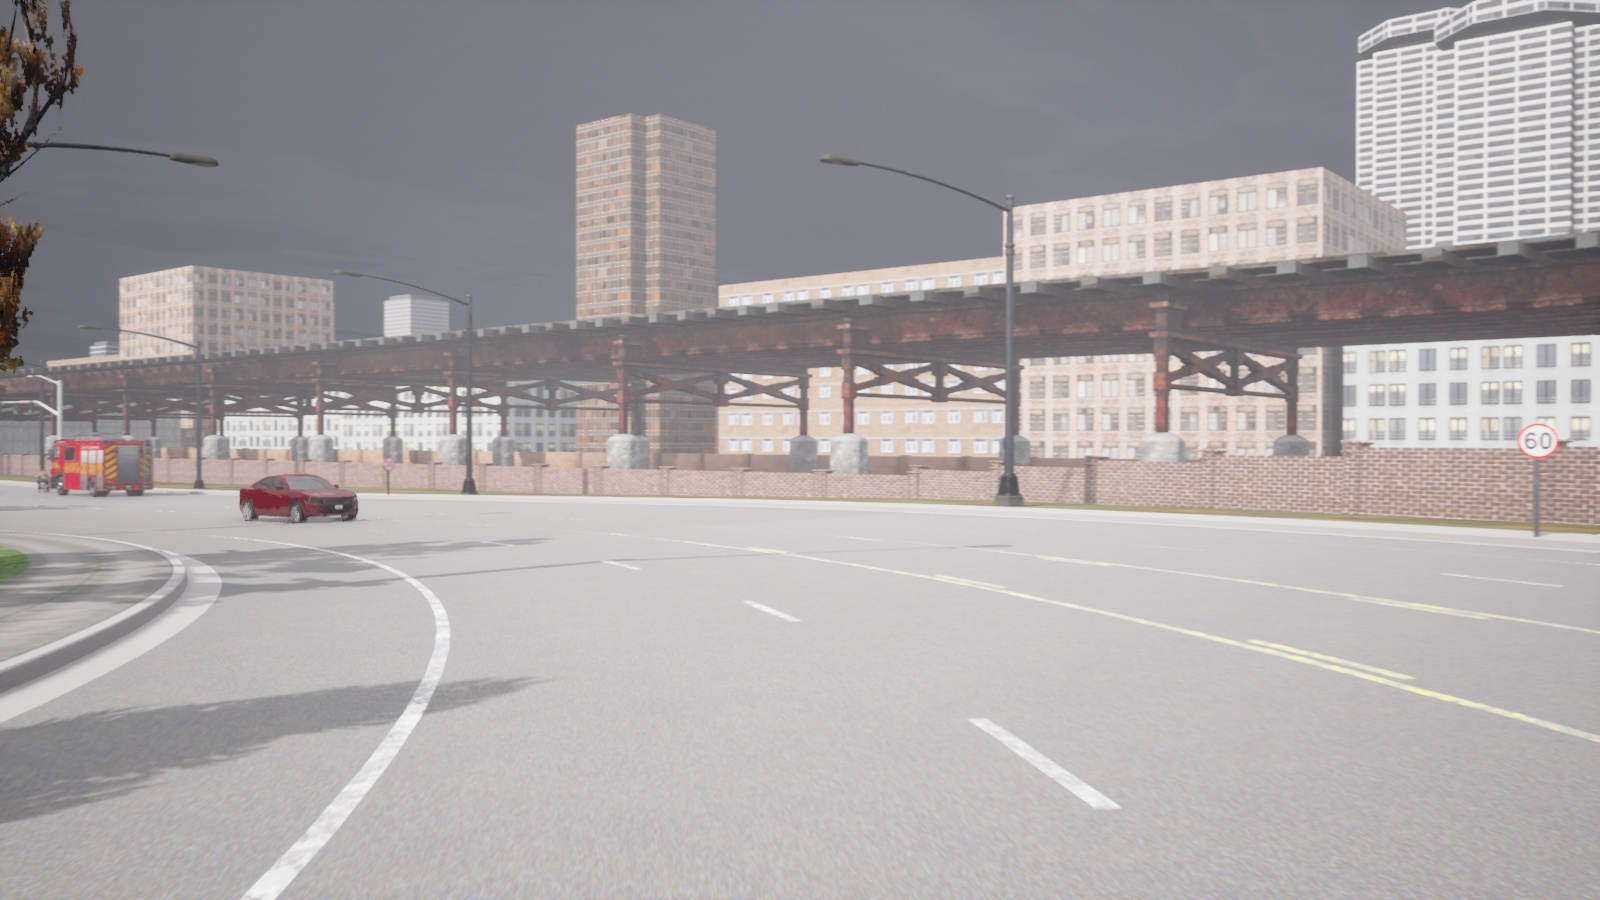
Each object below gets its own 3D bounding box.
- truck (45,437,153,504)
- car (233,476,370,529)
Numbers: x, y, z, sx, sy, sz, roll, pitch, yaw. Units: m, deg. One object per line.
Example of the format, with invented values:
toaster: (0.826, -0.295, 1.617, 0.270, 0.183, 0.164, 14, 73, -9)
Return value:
truck: (-42.631, 1.212, 76.230, 8.468, 3.827, 2.891, -1, 0, 40)
car: (-15.851, 1.628, 39.780, 5.008, 1.535, 1.882, -2, 0, 40)
